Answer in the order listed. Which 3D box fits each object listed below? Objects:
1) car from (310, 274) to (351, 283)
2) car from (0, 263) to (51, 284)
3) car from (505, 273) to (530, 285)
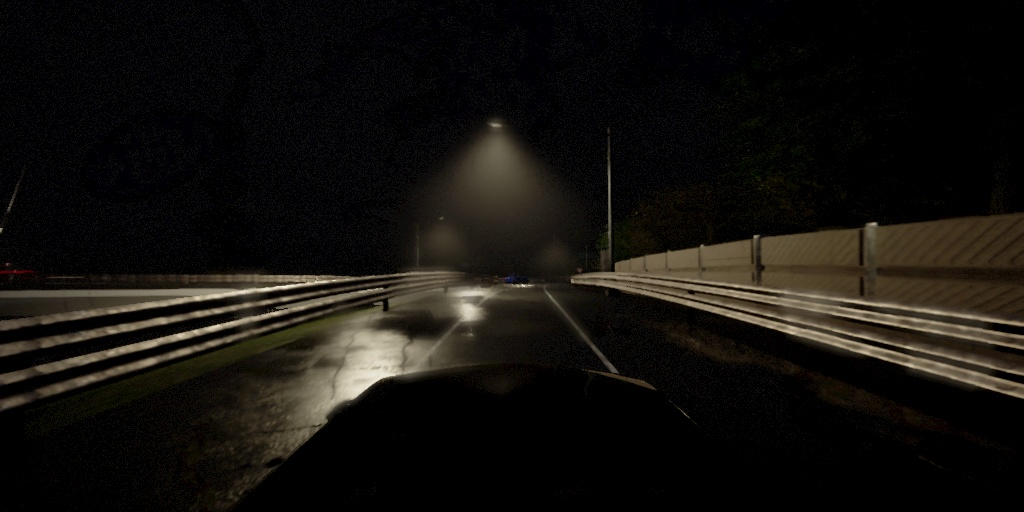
[{"bbox_3d":[-21.014,2.886,42.227,4.902,1.511,2.128,3,-5,-38],"label":"car"},{"bbox_3d":[-42.343,1.585,29.476,5.566,2.045,2.150,2,-4,-23],"label":"car"},{"bbox_3d":[0.990,4.162,64.572,2.150,2.045,5.566,-2,-5,36],"label":"car"}]
